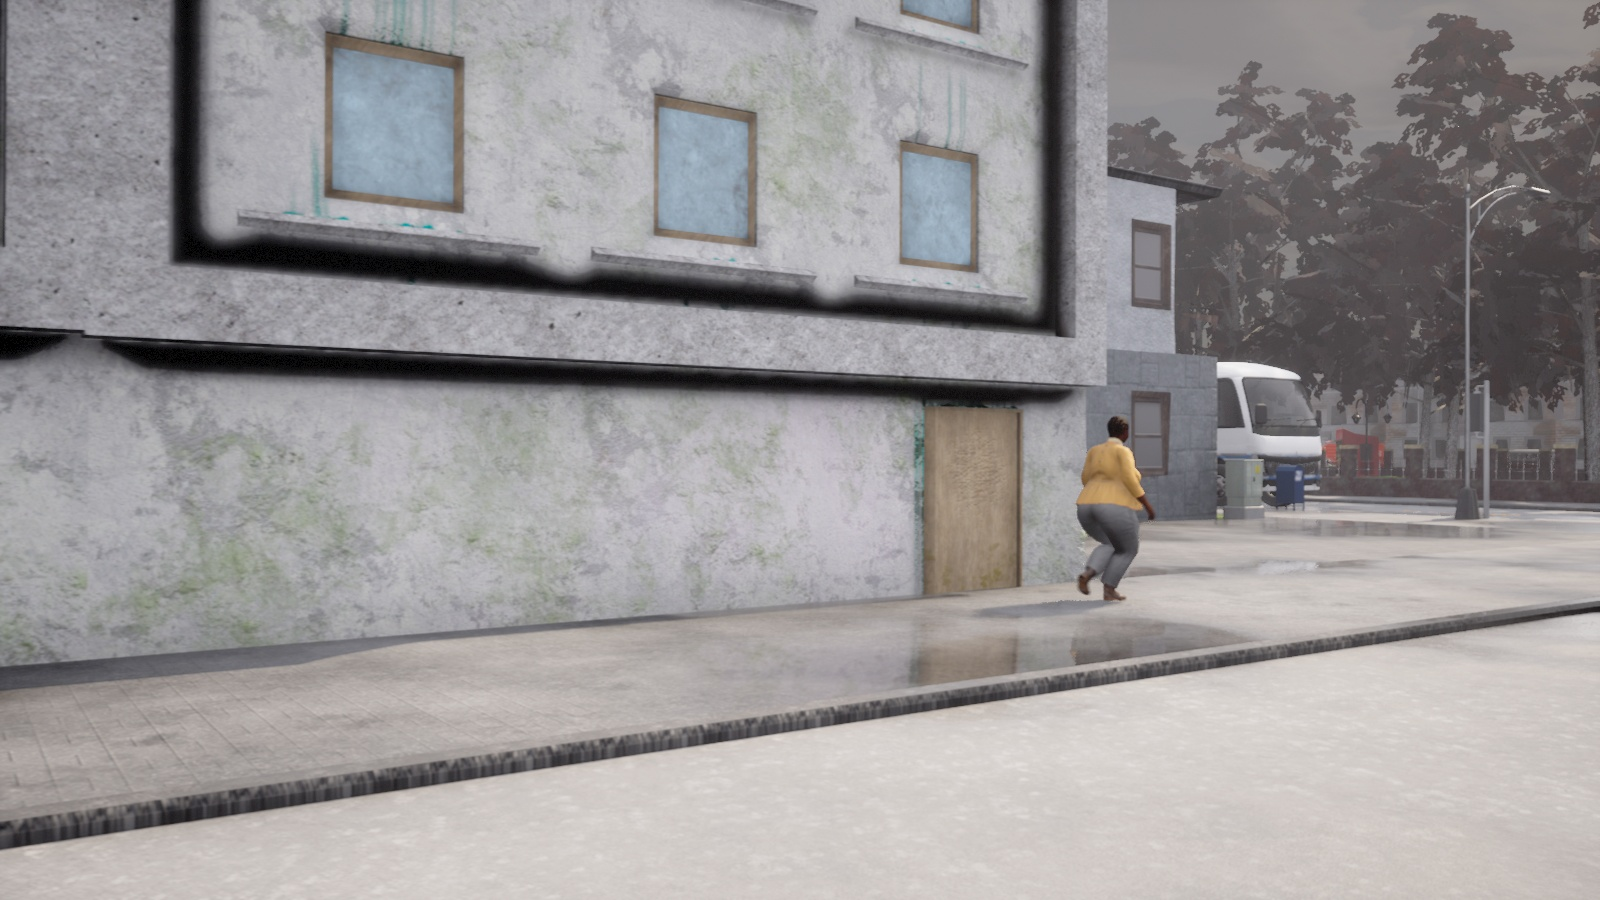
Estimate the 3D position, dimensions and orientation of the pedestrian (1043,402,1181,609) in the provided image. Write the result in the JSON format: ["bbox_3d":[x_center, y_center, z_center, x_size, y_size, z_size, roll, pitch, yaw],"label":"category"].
[{"bbox_3d":[2.931,0.497,11.822,0.900,1.855,0.874,0,0,-32],"label":"pedestrian"}]

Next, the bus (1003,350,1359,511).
[{"bbox_3d":[11.276,-0.493,38.646,3.944,4.253,10.273,0,0,-34],"label":"bus"}]

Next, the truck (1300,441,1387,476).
[{"bbox_3d":[39.455,0.582,91.299,2.627,2.467,5.204,0,0,-35],"label":"truck"}]

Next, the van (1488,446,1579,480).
[{"bbox_3d":[44.762,0.766,76.732,1.775,1.987,4.442,0,0,-35],"label":"van"}]
